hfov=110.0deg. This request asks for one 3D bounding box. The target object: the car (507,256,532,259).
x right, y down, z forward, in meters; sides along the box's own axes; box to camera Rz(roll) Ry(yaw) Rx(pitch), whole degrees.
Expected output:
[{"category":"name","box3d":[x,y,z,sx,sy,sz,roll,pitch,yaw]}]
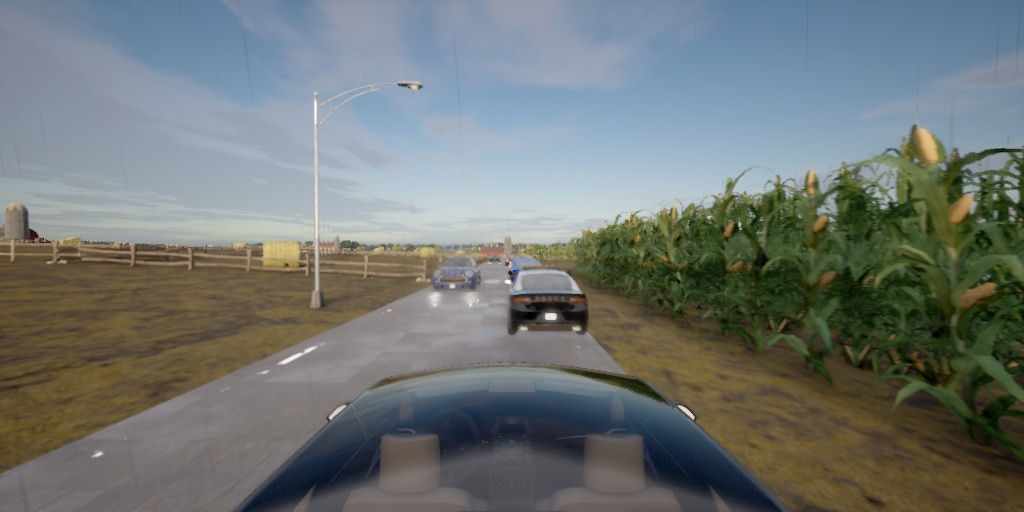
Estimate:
[{"category":"car","box3d":[0.825,0.938,20.090,1.882,1.535,5.008,0,1,0]}]

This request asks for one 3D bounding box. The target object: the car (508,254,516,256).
[{"category":"car","box3d":[0.821,0.837,26.089,1.882,1.535,5.008,0,1,0]}]

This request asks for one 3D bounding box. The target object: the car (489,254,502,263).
[{"category":"car","box3d":[-2.796,0.341,60.458,1.837,1.490,4.892,0,1,1]}]

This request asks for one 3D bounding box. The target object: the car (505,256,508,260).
[{"category":"car","box3d":[0.030,0.604,47.991,1.895,1.301,4.718,0,1,0]}]

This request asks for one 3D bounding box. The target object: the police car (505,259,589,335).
[{"category":"police car","box3d":[0.825,1.044,10.200,1.930,1.638,5.238,0,1,0]}]

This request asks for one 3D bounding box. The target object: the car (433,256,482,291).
[{"category":"car","box3d":[-2.845,0.824,19.366,2.097,1.767,4.553,0,1,0]}]
